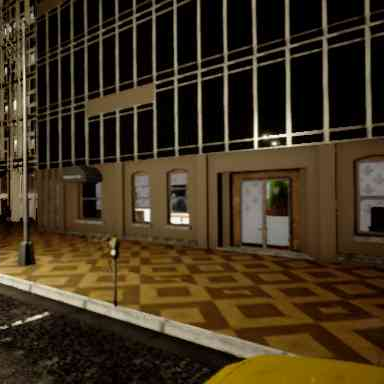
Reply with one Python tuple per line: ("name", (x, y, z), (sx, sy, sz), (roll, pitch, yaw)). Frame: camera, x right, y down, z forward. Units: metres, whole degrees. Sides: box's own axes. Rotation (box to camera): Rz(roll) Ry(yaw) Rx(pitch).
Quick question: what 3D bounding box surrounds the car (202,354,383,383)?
("car", (1.969, 1.517, 1.474), (4.829, 1.417, 1.752), (-1, -1, 36))
